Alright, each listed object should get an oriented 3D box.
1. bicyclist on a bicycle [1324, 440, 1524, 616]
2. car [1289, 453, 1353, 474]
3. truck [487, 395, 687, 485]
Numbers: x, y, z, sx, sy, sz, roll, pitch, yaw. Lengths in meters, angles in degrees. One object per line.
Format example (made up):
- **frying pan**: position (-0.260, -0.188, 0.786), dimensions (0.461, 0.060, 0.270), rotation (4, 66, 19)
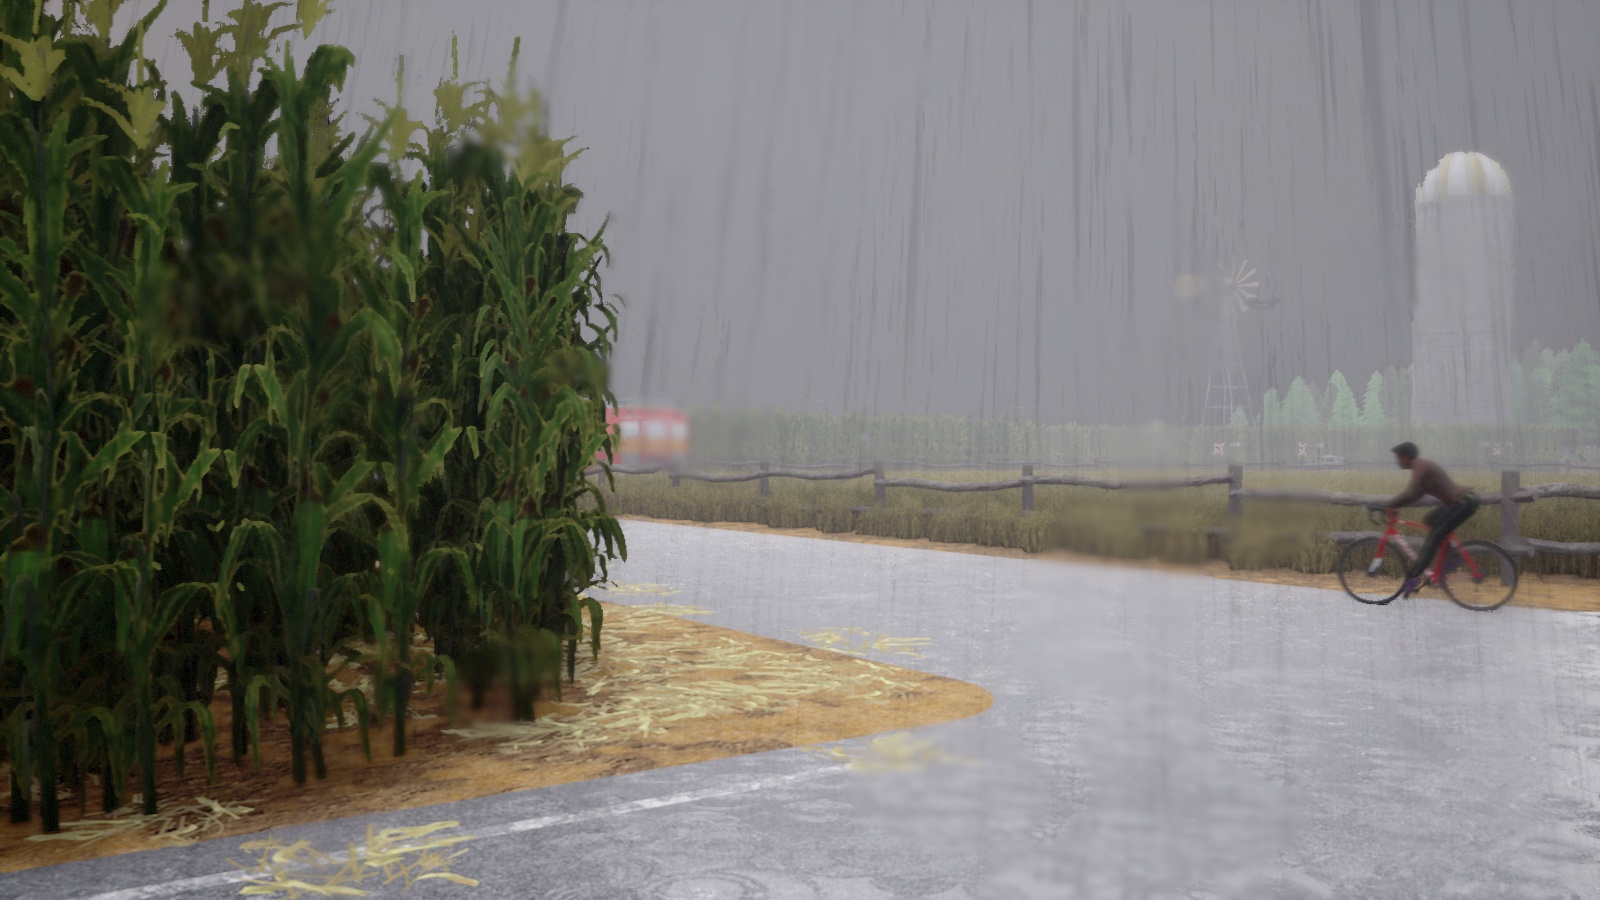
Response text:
- **bicyclist on a bicycle**: position (6.079, 0.732, 12.290), dimensions (1.656, 1.620, 0.582), rotation (-1, -2, 40)
- **car**: position (37.284, 0.969, 89.904), dimensions (1.970, 1.475, 3.806), rotation (0, 0, -38)
- **truck**: position (-9.565, -0.390, 56.910), dimensions (8.468, 3.827, 2.891), rotation (1, -1, -34)
